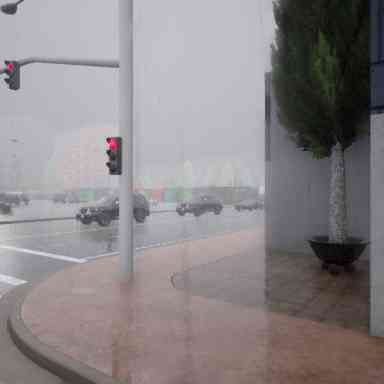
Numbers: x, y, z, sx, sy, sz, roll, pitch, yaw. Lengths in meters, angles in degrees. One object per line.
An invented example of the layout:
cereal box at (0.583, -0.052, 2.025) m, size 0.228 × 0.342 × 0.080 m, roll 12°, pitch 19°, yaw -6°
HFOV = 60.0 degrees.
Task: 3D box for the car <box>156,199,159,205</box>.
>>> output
car at (-7.087, 1.395, 52.017) m, size 3.806 × 1.475 × 1.970 m, roll 0°, pitch 0°, yaw 35°

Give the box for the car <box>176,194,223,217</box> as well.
car at (0.841, 1.221, 32.086) m, size 2.150 × 2.045 × 5.566 m, roll 0°, pitch 0°, yaw 37°

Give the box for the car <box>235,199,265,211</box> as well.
car at (7.242, 1.547, 40.599) m, size 2.033 × 1.411 × 5.357 m, roll 0°, pitch 0°, yaw 37°

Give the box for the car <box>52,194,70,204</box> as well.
car at (-23.069, 1.153, 59.788) m, size 4.605 × 1.855 × 1.932 m, roll 0°, pitch 0°, yaw 35°

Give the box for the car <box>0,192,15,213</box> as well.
car at (-20.102, 1.156, 33.640) m, size 3.866 × 1.878 × 1.905 m, roll 0°, pitch 0°, yaw 35°

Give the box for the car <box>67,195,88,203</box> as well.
car at (-21.340, 1.364, 62.113) m, size 3.905 × 1.438 × 1.784 m, roll 0°, pitch 0°, yaw 35°

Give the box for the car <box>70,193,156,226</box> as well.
car at (-5.430, 1.221, 23.684) m, size 2.150 × 2.045 × 5.566 m, roll 0°, pitch 0°, yaw 36°

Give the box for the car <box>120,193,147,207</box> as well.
car at (-8.772, 1.156, 49.662) m, size 3.866 × 1.878 × 1.905 m, roll 0°, pitch 0°, yaw 35°
